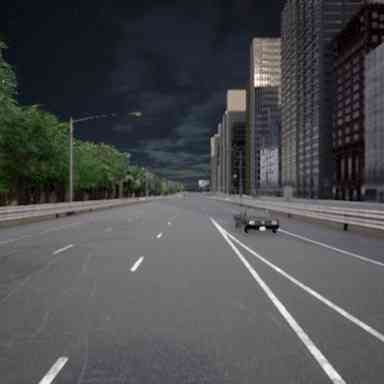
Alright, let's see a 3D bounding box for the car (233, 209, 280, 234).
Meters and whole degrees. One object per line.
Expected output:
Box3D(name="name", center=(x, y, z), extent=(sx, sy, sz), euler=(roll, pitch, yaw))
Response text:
Box3D(name="car", center=(3.726, 1.699, 20.115), extent=(1.895, 1.301, 4.718), euler=(0, 0, -2))
